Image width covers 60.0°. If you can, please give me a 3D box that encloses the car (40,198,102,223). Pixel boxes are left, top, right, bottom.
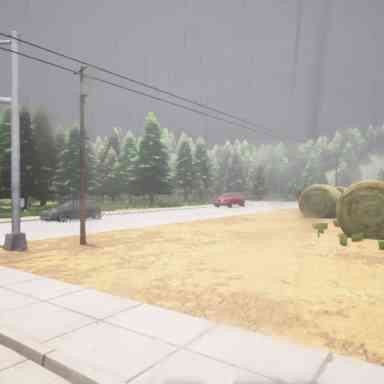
[{"bbox_3d":[-9.242,1.355,25.568,2.097,1.767,4.553,0,0,37],"label":"car"}]

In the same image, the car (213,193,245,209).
[{"bbox_3d":[5.083,1.098,44.755,2.150,2.045,5.566,0,0,37],"label":"car"}]
